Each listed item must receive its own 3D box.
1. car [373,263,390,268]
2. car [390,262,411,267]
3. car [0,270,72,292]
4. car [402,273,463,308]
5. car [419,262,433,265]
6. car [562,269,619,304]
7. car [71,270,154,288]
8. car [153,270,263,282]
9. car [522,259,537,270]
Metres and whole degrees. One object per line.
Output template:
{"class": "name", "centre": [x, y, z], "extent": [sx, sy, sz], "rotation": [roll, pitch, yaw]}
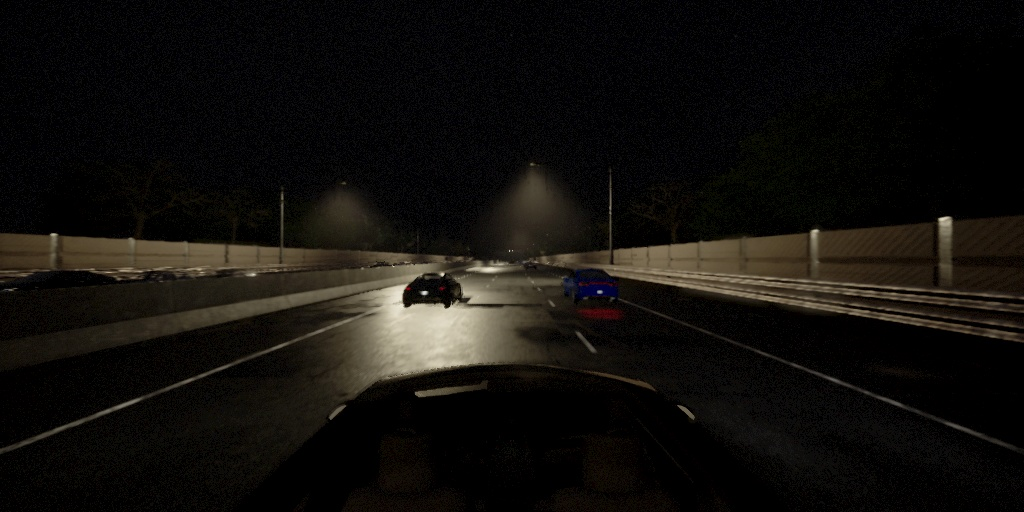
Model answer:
{"class": "car", "centre": [-21.001, 1.751, 58.460], "extent": [1.994, 1.385, 4.181], "rotation": [0, 0, 1]}
{"class": "car", "centre": [-17.497, 1.746, 58.490], "extent": [2.033, 1.411, 5.357], "rotation": [0, 0, 1]}
{"class": "car", "centre": [-21.088, 1.383, 16.565], "extent": [1.812, 1.442, 4.674], "rotation": [0, 0, 0]}
{"class": "car", "centre": [-3.396, 1.415, 15.918], "extent": [1.994, 1.385, 4.181], "rotation": [0, 0, 0]}
{"class": "car", "centre": [-14.008, 1.682, 58.538], "extent": [2.128, 1.511, 4.902], "rotation": [0, 0, 1]}
{"class": "car", "centre": [3.605, 1.337, 17.190], "extent": [1.882, 1.535, 5.008], "rotation": [0, 0, 0]}
{"class": "car", "centre": [-17.591, 1.414, 17.896], "extent": [2.033, 1.411, 5.357], "rotation": [0, 0, 0]}
{"class": "car", "centre": [-14.091, 1.414, 17.887], "extent": [2.033, 1.411, 5.357], "rotation": [0, 0, 0]}
{"class": "car", "centre": [3.520, 1.749, 65.402], "extent": [2.163, 1.488, 4.792], "rotation": [0, 0, 0]}
